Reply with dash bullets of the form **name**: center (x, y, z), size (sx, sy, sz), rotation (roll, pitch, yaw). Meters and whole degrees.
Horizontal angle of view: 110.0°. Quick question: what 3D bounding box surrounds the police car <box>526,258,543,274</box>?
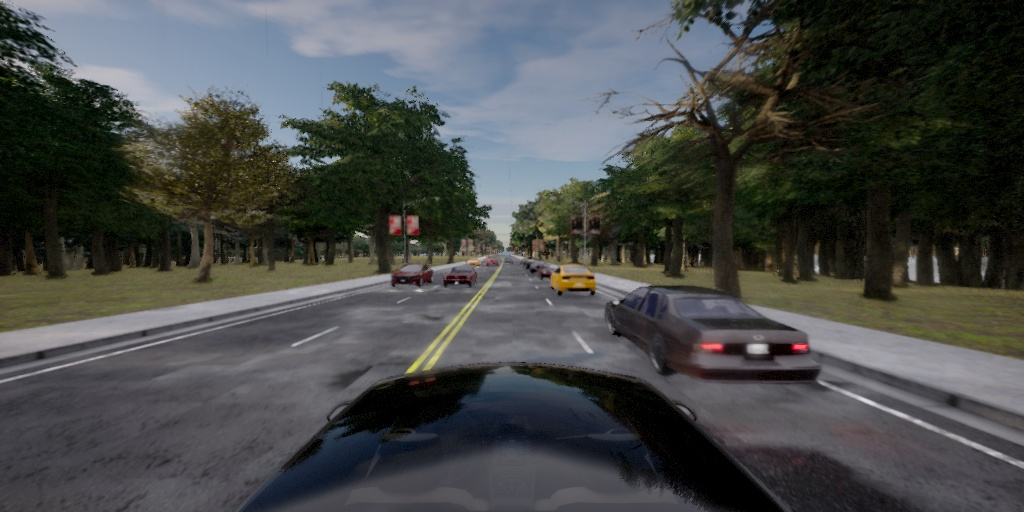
- **police car**: center (3.101, 1.229, 41.715), size (2.038, 1.542, 4.974), rotation (0, 0, 0)

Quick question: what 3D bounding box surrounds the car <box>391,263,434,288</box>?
- **car**: center (-6.645, 1.225, 24.331), size (1.882, 1.535, 5.008), rotation (0, 0, 0)

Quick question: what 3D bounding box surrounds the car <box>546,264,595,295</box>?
- **car**: center (3.222, 1.225, 19.692), size (1.882, 1.535, 5.008), rotation (0, 0, 0)

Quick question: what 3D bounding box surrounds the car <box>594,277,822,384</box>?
- **car**: center (3.340, 1.296, 7.337), size (2.033, 1.411, 5.357), rotation (0, 0, 1)

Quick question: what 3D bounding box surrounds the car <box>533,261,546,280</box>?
- **car**: center (3.173, 1.341, 30.734), size (1.895, 1.301, 4.718), rotation (0, 0, 0)

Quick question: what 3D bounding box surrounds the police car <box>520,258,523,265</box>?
- **police car**: center (2.883, 1.084, 63.845), size (1.930, 1.638, 5.238), rotation (0, 0, -1)

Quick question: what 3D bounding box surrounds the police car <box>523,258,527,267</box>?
- **police car**: center (3.004, 1.122, 52.835), size (1.930, 1.638, 5.238), rotation (0, 0, -1)

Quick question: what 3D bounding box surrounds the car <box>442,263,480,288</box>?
- **car**: center (-3.397, 1.348, 24.150), size (1.895, 1.301, 4.718), rotation (0, 0, 0)
